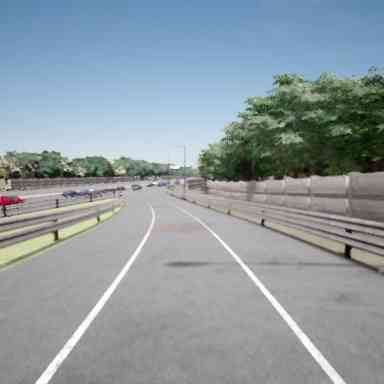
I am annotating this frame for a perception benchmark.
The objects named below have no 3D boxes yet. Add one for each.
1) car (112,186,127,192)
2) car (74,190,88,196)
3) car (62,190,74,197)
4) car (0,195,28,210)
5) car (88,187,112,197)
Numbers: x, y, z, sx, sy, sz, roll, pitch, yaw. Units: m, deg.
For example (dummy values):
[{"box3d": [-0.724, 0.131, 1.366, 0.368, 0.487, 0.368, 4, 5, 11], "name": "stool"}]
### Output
[{"box3d": [-19.879, -0.923, 93.227, 1.837, 1.490, 4.892, 0, 3, 10], "name": "car"}, {"box3d": [-23.327, 0.199, 72.797, 1.812, 1.442, 4.674, 0, 3, 10], "name": "car"}, {"box3d": [-26.775, 0.214, 73.397, 1.994, 1.385, 4.181, 0, 3, 10], "name": "car"}, {"box3d": [-24.531, 1.387, 44.618, 2.150, 2.045, 5.566, 0, 3, 10], "name": "car"}, {"box3d": [-19.883, 0.045, 72.167, 2.097, 1.767, 4.553, 0, 3, 10], "name": "car"}]
